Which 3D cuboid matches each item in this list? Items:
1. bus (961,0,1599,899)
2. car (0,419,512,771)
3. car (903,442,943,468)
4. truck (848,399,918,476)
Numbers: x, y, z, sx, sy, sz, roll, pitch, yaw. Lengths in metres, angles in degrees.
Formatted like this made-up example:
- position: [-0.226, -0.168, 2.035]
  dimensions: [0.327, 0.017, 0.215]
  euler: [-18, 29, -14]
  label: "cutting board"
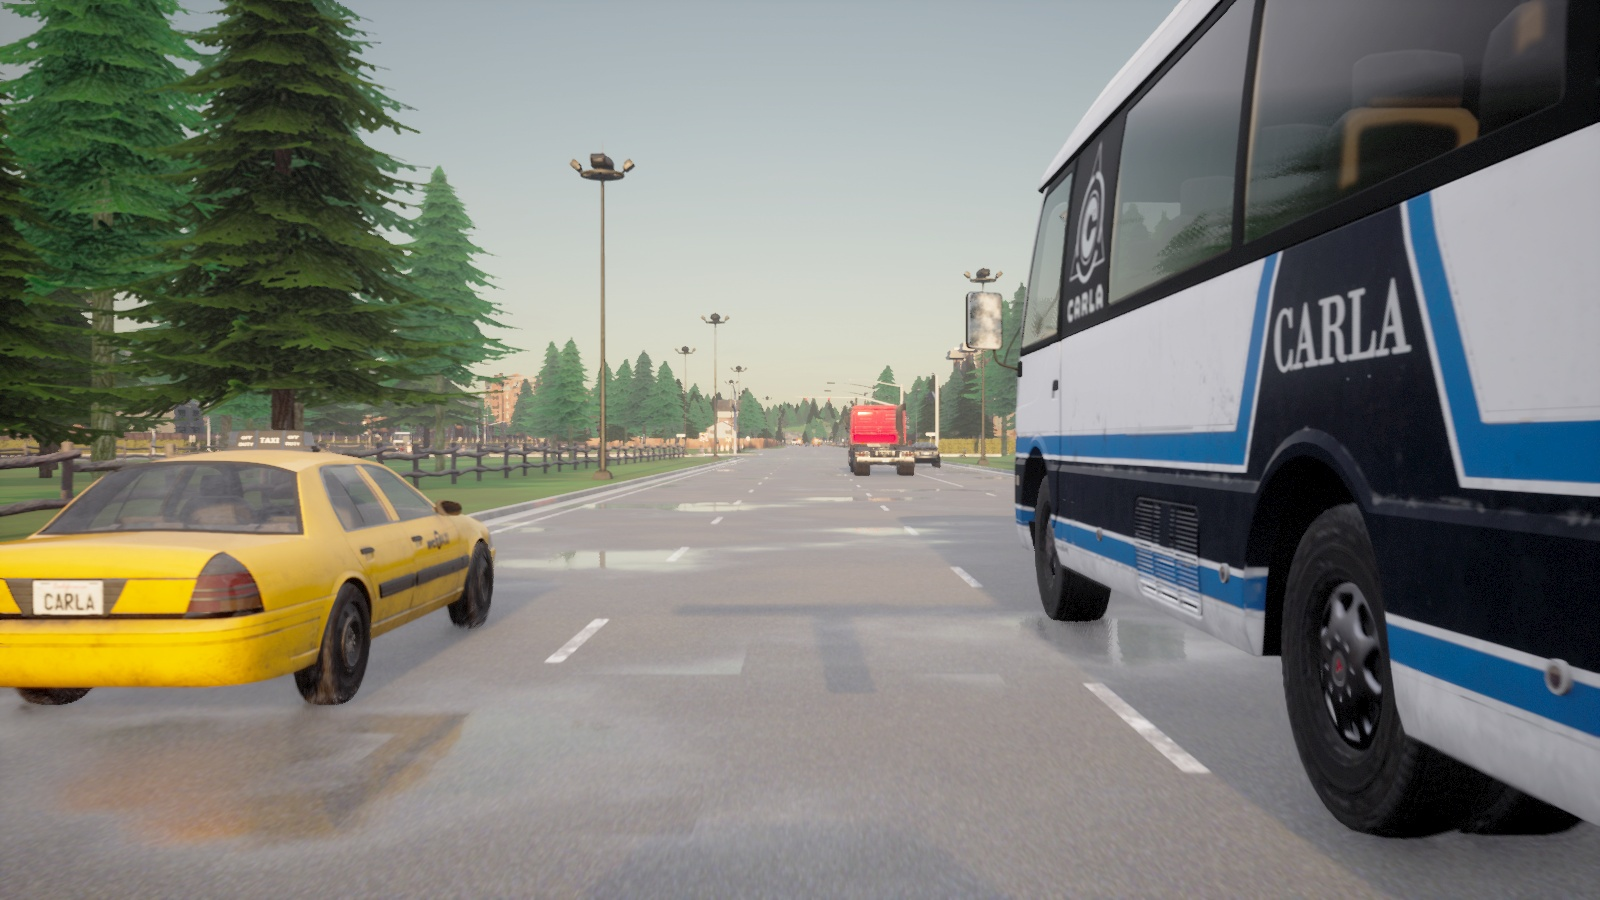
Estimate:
- position: [3.559, -0.669, 7.445]
  dimensions: [3.944, 4.253, 10.273]
  euler: [0, 0, 0]
  label: "bus"
- position: [-3.437, 0.636, 8.320]
  dimensions: [1.801, 1.575, 5.366]
  euler: [0, 0, 0]
  label: "car"
- position: [7.450, 0.270, 76.174]
  dimensions: [2.007, 1.525, 4.514]
  euler: [0, 0, 0]
  label: "car"
- position: [3.860, -0.572, 60.268]
  dimensions: [2.891, 3.462, 7.936]
  euler: [0, 0, 0]
  label: "truck"
